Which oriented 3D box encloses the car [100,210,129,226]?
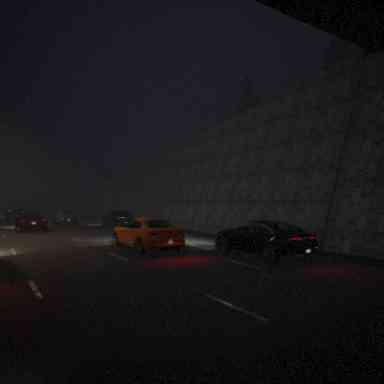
[{"bbox_3d":[-6.639,2.328,29.434,1.837,1.490,4.892,2,-2,-32],"label":"car"}]

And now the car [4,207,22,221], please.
[{"bbox_3d":[-20.010,2.407,37.653,2.128,1.511,4.902,2,-2,-32],"label":"car"}]

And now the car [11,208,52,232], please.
[{"bbox_3d":[-12.154,2.190,25.053,1.994,1.385,4.181,2,-2,-32],"label":"car"}]

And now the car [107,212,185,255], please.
[{"bbox_3d":[-2.185,1.937,15.680,1.882,1.535,5.008,2,-2,-32],"label":"car"}]

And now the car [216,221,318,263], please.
[{"bbox_3d":[2.923,1.963,14.101,2.128,1.511,4.902,2,-2,-32],"label":"car"}]

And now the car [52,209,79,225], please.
[{"bbox_3d":[-12.339,2.359,31.961,1.812,1.442,4.674,2,-2,-32],"label":"car"}]
